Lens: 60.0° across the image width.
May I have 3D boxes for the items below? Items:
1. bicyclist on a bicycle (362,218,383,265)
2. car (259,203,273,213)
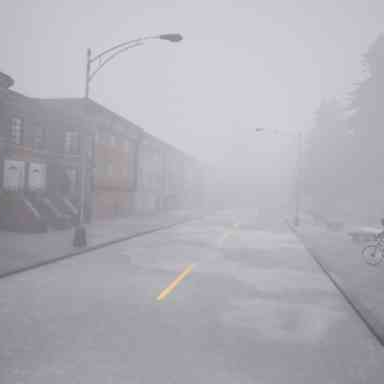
[{"bbox_3d":[6.625,1.713,11.187,1.656,1.620,0.582,3,0,13],"label":"bicyclist on a bicycle"},{"bbox_3d":[11.167,2.345,50.339,1.812,1.442,4.674,3,0,13],"label":"car"}]
